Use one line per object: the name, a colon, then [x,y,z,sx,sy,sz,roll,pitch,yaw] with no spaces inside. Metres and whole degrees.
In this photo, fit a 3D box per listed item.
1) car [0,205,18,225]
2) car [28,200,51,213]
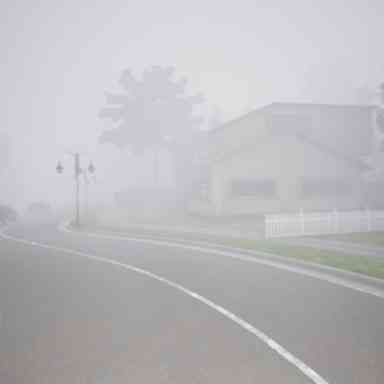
car: [-15.371,1.741,26.532,1.882,1.535,5.008,-1,0,-16]
car: [-18.862,1.788,41.255,2.128,1.511,4.902,-1,0,-13]
